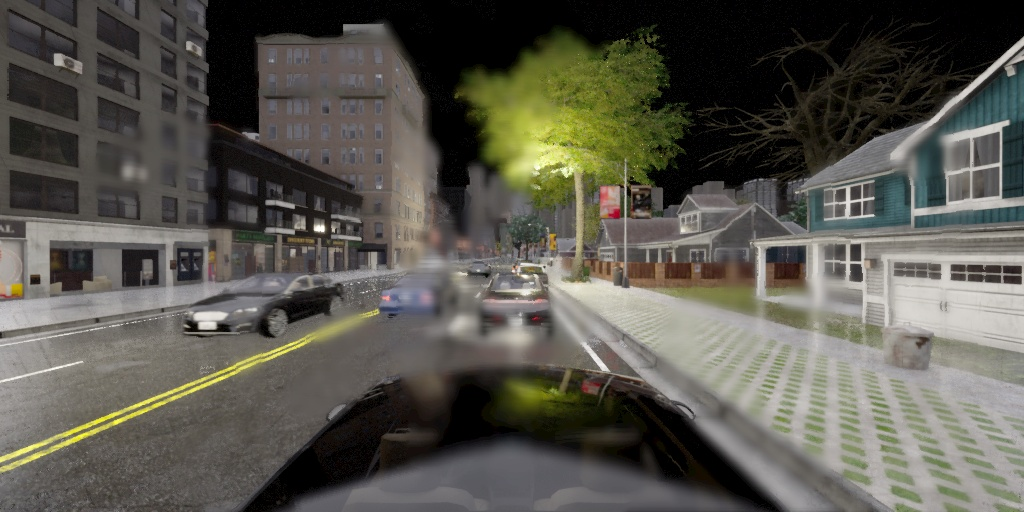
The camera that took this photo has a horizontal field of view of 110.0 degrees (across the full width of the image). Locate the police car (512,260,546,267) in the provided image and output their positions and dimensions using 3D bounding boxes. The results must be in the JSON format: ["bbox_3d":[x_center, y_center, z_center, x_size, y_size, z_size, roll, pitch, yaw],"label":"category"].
[{"bbox_3d":[1.025,1.165,20.520,1.930,1.638,5.238,0,0,0],"label":"police car"}]

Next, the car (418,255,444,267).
[{"bbox_3d":[-9.739,0.939,43.644,2.150,2.045,5.566,0,0,0],"label":"car"}]

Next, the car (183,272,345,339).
[{"bbox_3d":[-6.577,1.239,10.203,2.128,1.511,4.902,0,0,0],"label":"car"}]

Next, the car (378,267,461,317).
[{"bbox_3d":[-3.112,1.293,13.074,2.033,1.411,5.357,0,0,0],"label":"car"}]

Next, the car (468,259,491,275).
[{"bbox_3d":[-3.061,1.290,34.737,1.994,1.385,4.181,0,0,0],"label":"car"}]

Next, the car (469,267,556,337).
[{"bbox_3d":[0.121,1.239,10.270,2.128,1.511,4.902,0,0,0],"label":"car"}]

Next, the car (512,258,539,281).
[{"bbox_3d":[1.051,1.081,30.380,2.097,1.767,4.553,0,0,0],"label":"car"}]
